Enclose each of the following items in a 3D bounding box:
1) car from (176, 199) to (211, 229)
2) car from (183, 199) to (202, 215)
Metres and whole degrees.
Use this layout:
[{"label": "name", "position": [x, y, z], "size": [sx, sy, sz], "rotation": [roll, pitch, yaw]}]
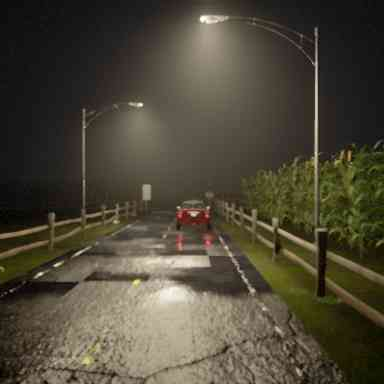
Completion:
[{"label": "car", "position": [0.099, 1.332, 21.354], "size": [2.097, 1.767, 4.553], "rotation": [0, 0, 0]}, {"label": "car", "position": [0.135, 1.472, 34.757], "size": [1.837, 1.490, 4.892], "rotation": [0, 0, 1]}]
